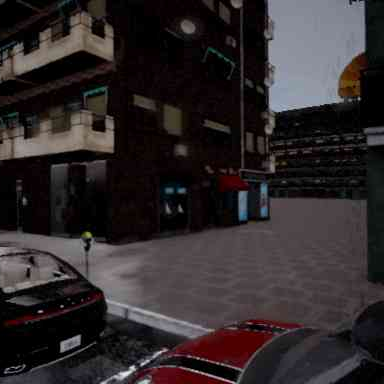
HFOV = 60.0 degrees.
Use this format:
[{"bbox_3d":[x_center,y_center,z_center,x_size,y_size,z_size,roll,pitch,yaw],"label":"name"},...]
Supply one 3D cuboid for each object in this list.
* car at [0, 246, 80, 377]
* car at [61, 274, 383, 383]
[{"bbox_3d":[-3.193,1.528,5.160,4.403,1.369,2.008,0,-1,35],"label":"car"},{"bbox_3d":[1.344,1.440,1.932,4.097,1.590,1.967,0,-1,35],"label":"car"}]
